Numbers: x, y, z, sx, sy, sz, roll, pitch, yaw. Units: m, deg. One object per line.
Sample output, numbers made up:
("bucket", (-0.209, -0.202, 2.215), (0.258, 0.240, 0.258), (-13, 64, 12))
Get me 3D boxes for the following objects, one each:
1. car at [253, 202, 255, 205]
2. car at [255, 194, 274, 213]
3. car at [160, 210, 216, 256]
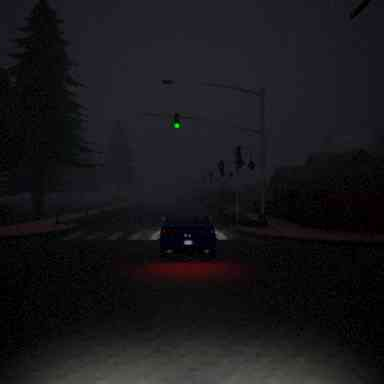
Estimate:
("car", (8.430, 1.037, 34.591), (3.866, 1.878, 1.905), (0, 0, -1))
("car", (8.845, 1.043, 32.081), (4.605, 1.855, 1.932), (0, 0, -1))
("car", (-0.169, 1.412, 12.821), (1.882, 1.535, 5.008), (0, 0, -1))
